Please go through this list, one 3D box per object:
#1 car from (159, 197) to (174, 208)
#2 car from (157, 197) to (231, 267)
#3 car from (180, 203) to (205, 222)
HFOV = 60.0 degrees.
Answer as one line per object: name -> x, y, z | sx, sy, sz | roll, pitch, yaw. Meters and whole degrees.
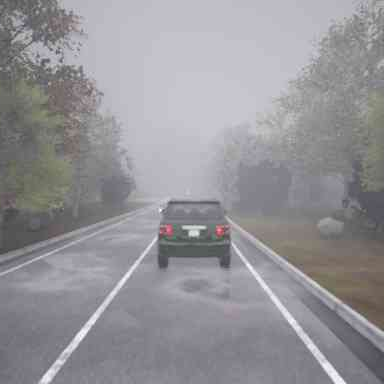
car -> -3.593, 1.505, 47.757 | 1.812, 1.442, 4.674 | 0, 0, 0
car -> 0.062, 1.234, 11.543 | 2.150, 2.045, 5.566 | 0, -1, 0
car -> 0.059, 1.608, 27.185 | 1.895, 1.301, 4.718 | 0, 0, 0
